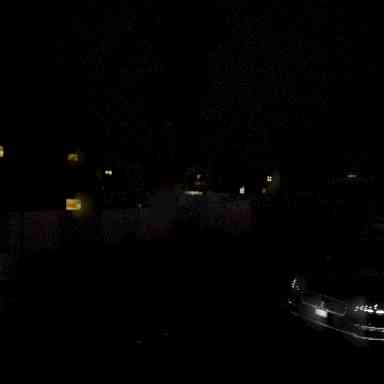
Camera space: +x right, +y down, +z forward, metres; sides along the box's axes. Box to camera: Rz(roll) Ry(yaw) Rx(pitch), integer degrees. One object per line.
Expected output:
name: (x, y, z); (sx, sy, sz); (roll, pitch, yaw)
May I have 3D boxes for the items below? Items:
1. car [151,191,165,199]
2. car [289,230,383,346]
car: (-6.437, 0.639, 61.664); (1.812, 1.442, 4.674); (1, 1, -21)
car: (3.883, 1.523, 6.271); (4.892, 1.490, 1.837); (0, 0, -35)
